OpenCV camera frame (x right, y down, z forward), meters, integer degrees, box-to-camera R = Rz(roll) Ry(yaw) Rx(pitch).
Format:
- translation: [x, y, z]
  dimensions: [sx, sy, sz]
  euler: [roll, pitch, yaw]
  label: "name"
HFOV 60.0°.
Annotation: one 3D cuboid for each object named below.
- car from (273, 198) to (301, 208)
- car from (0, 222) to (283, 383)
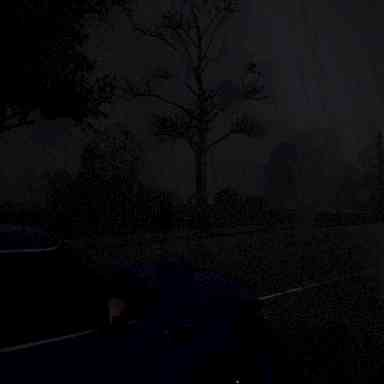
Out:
- translation: [13.890, 1.561, 48.982]
  dimensions: [1.812, 1.442, 4.674]
  euler: [0, 0, -26]
  label: "car"
- translation: [-1.775, 1.223, 2.455]
  dimensions: [5.566, 2.045, 2.150]
  euler: [0, 0, -35]
  label: "car"
